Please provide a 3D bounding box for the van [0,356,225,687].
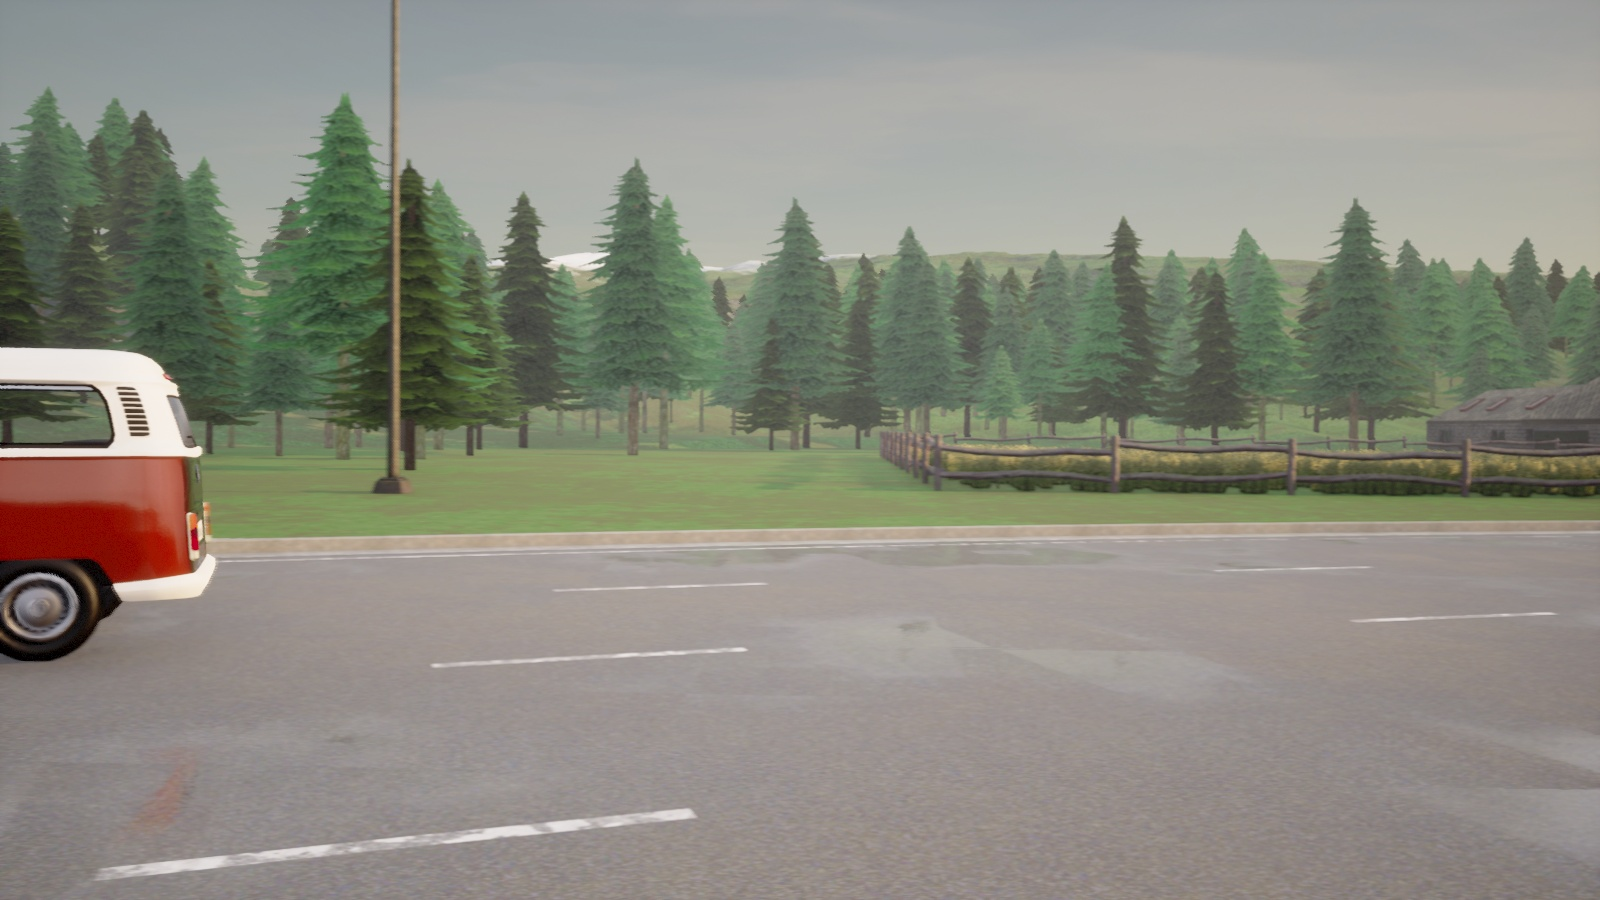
[{"bbox_3d":[-6.321,0.452,8.276,4.480,2.038,2.069,-1,1,-22],"label":"van"}]
